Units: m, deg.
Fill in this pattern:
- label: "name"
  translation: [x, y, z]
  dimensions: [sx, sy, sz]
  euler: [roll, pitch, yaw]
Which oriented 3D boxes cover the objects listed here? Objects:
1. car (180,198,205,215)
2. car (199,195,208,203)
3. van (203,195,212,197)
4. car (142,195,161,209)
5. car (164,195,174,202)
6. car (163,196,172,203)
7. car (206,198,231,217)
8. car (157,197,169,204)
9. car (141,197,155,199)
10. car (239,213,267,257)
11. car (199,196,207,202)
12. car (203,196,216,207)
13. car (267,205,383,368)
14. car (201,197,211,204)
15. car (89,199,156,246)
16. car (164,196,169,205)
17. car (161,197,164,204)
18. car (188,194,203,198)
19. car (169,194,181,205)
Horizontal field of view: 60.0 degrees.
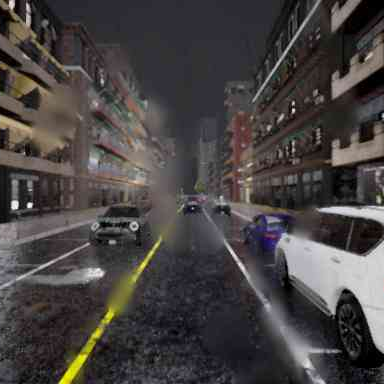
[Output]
- label: "car"
  translation: [0.090, 1.601, 34.803]
  dimensions: [1.994, 1.385, 4.181]
  euler: [0, 0, 0]
- label: "car"
  translation: [2.709, 1.574, 76.795]
  dimensions: [1.967, 1.590, 4.097]
  euler: [0, 0, 0]
- label: "van"
  translation: [2.704, 1.403, 48.471]
  dimensions: [1.690, 1.788, 3.998]
  euler: [0, 0, 0]
- label: "car"
  translation: [-5.676, 1.366, 42.811]
  dimensions: [2.192, 1.841, 5.009]
  euler: [0, 0, 0]
- label: "car"
  translation: [-5.671, 1.591, 82.463]
  dimensions: [1.967, 1.590, 4.097]
  euler: [0, 0, 0]
- label: "car"
  translation: [-5.672, 1.659, 76.627]
  dimensions: [1.752, 1.417, 4.829]
  euler: [0, 0, 0]
- label: "car"
  translation: [2.701, 1.583, 31.478]
  dimensions: [2.008, 1.369, 4.403]
  euler: [0, 0, 0]
- label: "car"
  translation: [-5.674, 1.653, 65.468]
  dimensions: [2.008, 1.369, 4.403]
  euler: [0, 0, 0]
- label: "car"
  translation: [-5.678, 1.586, 37.145]
  dimensions: [1.887, 1.381, 4.507]
  euler: [0, 0, 0]
- label: "car"
  translation: [3.151, 1.536, 12.867]
  dimensions: [1.812, 1.442, 4.674]
  euler: [0, 0, 0]
- label: "car"
  translation: [2.709, 1.732, 82.460]
  dimensions: [1.802, 1.307, 4.206]
  euler: [0, 0, 0]
- label: "car"
  translation: [2.703, 1.602, 42.808]
  dimensions: [2.008, 1.369, 4.403]
  euler: [0, 0, 0]
- label: "car"
  translation: [3.108, 1.232, 5.897]
  dimensions: [2.150, 2.045, 5.566]
  euler: [0, 0, 0]
- label: "car"
  translation: [2.706, 1.647, 65.466]
  dimensions: [1.887, 1.381, 4.507]
  euler: [0, 0, 0]
- label: "car"
  translation: [-3.096, 1.365, 15.203]
  dimensions: [2.097, 1.767, 4.553]
  euler: [0, 0, 0]
- label: "car"
  translation: [-5.674, 1.528, 59.803]
  dimensions: [1.967, 1.590, 4.097]
  euler: [0, 0, 0]
- label: "car"
  translation: [-5.677, 1.628, 48.473]
  dimensions: [1.947, 1.339, 4.313]
  euler: [0, 0, 0]
- label: "car"
  translation: [0.069, 1.410, 46.867]
  dimensions: [2.097, 1.767, 4.553]
  euler: [0, 0, 0]
- label: "car"
  translation: [-2.989, 1.624, 60.966]
  dimensions: [1.837, 1.490, 4.892]
  euler: [0, 0, 0]
